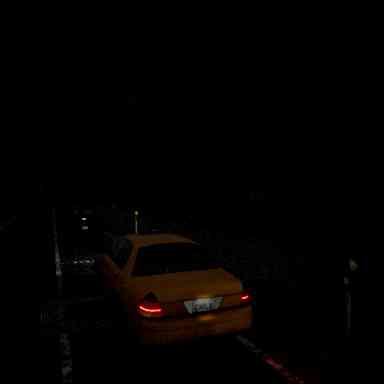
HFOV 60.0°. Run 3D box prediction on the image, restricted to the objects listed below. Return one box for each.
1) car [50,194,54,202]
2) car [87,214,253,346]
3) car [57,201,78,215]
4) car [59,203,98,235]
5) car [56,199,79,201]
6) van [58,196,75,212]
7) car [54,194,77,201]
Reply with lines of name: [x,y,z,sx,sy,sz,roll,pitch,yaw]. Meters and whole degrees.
car: [-32.109,1.469,79.305,1.967,1.590,4.097,0,0,-24]
car: [-0.847,1.457,6.717,1.801,1.575,5.366,0,0,-23]
car: [-8.336,1.551,23.713,2.008,1.369,4.403,0,0,-23]
car: [-6.189,1.551,18.625,2.008,1.369,4.403,0,0,-23]
car: [-10.484,1.567,28.802,1.947,1.339,4.313,0,0,-23]
van: [-14.780,1.342,38.980,1.690,1.788,3.998,0,0,-23]
car: [-12.632,1.316,33.892,2.192,1.841,5.009,0,0,-23]
